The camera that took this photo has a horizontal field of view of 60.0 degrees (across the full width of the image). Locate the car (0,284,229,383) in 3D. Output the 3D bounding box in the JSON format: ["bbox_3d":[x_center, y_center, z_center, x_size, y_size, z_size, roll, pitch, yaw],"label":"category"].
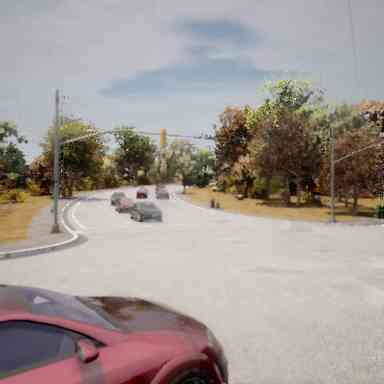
[{"bbox_3d":[-1.637,1.565,2.886,4.181,1.385,1.994,0,0,-39],"label":"car"}]

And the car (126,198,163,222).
[{"bbox_3d":[-3.799,1.562,27.255,1.837,1.490,4.892,1,0,-23],"label":"car"}]

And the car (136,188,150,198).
[{"bbox_3d":[-8.782,0.269,58.793,1.882,1.535,5.008,1,3,-8],"label":"car"}]

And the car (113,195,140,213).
[{"bbox_3d":[-7.128,1.390,35.918,1.812,1.442,4.674,1,1,-19],"label":"car"}]

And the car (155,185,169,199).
[{"bbox_3d":[-5.131,0.257,57.968,2.097,1.767,4.553,1,3,-9],"label":"car"}]

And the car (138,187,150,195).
[{"bbox_3d":[-9.957,-0.232,68.772,1.994,1.385,4.181,1,3,-1],"label":"car"}]

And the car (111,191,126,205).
[{"bbox_3d":[-9.941,0.824,45.478,2.097,1.767,4.553,1,3,-14],"label":"car"}]

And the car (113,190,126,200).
[{"bbox_3d":[-11.995,0.524,55.319,1.895,1.301,4.718,1,3,-9],"label":"car"}]
